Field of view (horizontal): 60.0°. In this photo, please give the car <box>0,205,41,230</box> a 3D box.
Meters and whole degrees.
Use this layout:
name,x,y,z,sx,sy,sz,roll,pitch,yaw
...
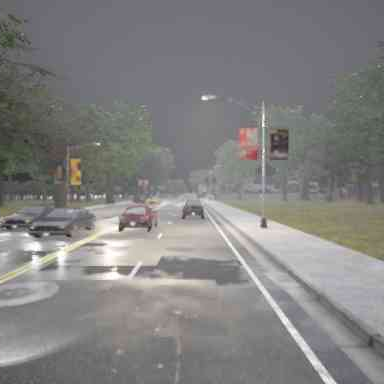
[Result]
name,x,y,z,sx,sy,sz,roll,pitch,yaw
car,-9.850,1.534,21.116,2.033,1.411,5.357,0,0,0

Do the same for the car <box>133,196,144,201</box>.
name,x,y,z,sx,sy,sz,roll,pitch,yaw
car,-9.773,1.540,62.450,1.882,1.535,5.008,0,0,1

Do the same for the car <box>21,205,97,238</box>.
name,x,y,z,sx,sy,sz,roll,pitch,yaw
car,-6.597,1.533,17.694,2.033,1.411,5.357,0,0,0

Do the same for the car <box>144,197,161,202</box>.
name,x,y,z,sx,sy,sz,roll,pitch,yaw
car,-6.551,1.525,57.680,1.882,1.535,5.008,0,0,1

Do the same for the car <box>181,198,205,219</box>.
name,x,y,z,sx,sy,sz,roll,pitch,yaw
car,0.100,1.500,29.430,1.837,1.490,4.892,0,0,0

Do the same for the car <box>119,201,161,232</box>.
name,x,y,z,sx,sy,sz,roll,pitch,yaw
car,-3.149,1.512,19.949,1.812,1.442,4.674,0,0,0

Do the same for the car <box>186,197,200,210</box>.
name,x,y,z,sx,sy,sz,roll,pitch,yaw
car,0.101,1.497,45.414,1.882,1.535,5.008,0,0,0
